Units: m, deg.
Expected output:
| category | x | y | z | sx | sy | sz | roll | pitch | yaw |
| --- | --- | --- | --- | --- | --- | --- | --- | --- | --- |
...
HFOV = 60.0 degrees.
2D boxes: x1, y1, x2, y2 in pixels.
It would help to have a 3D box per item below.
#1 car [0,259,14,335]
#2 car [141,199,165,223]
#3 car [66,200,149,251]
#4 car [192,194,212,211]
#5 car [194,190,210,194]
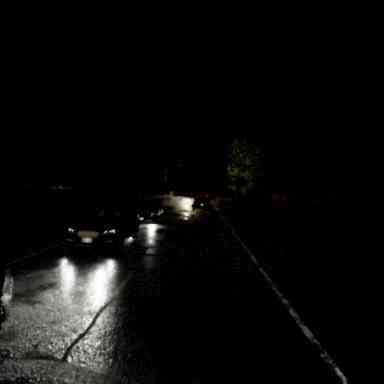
| category | x | y | z | sx | sy | sz | roll | pitch | yaw |
| --- | --- | --- | --- | --- | --- | --- | --- | --- | --- |
| car | -3.554 | 1.360 | 2.909 | 1.837 | 1.490 | 4.892 | 2 | 1 | 2 |
| car | -2.979 | 1.194 | 22.800 | 2.033 | 1.411 | 5.357 | 2 | 1 | 2 |
| car | -3.260 | 1.241 | 13.028 | 2.128 | 1.511 | 4.902 | 2 | 1 | 2 |
| car | 1.050 | 1.202 | 34.732 | 1.994 | 1.385 | 4.181 | 2 | 1 | 2 |
| car | 1.540 | 0.689 | 51.321 | 2.150 | 2.045 | 5.566 | 2 | 1 | 2 |
